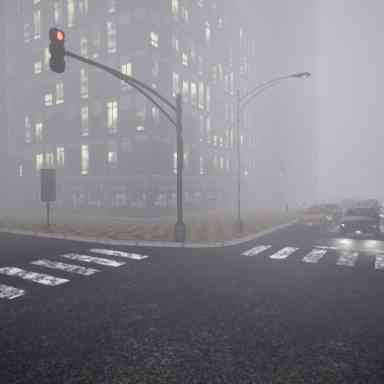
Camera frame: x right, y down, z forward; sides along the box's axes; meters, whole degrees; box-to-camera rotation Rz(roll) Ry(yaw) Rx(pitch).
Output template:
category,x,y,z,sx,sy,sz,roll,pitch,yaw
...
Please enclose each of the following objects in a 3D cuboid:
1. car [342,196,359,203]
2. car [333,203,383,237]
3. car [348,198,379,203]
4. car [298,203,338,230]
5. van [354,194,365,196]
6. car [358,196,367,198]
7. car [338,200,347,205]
category,x,y,z,sx,sy,sz,roll,pitch,yaw
car,19.065,1.524,40.993,1.887,1.381,4.507,-1,0,29
car,9.311,1.537,18.308,2.033,1.411,5.357,0,0,29
car,14.204,1.476,26.973,2.128,1.511,4.902,0,0,30
car,7.901,1.515,21.128,1.752,1.417,4.829,-1,0,29
van,30.144,1.311,60.713,1.690,1.788,3.998,-1,0,29
car,19.263,1.485,35.827,1.837,1.490,4.892,0,0,29
car,10.755,1.553,26.205,1.947,1.339,4.313,-1,0,29
